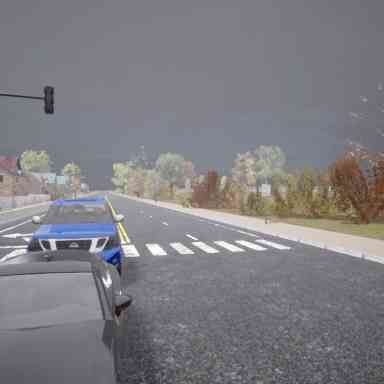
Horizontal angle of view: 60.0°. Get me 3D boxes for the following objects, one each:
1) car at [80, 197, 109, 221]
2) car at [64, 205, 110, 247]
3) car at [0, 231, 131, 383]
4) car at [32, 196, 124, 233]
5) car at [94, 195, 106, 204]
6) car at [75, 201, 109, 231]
[{"bbox_3d":[-8.034,1.339,27.634,2.097,1.767,4.553,0,0,-15],"label":"car"},{"bbox_3d":[-4.968,1.498,16.135,1.837,1.490,4.892,0,0,-15],"label":"car"},{"bbox_3d":[-1.740,1.524,3.956,1.812,1.442,4.674,0,0,-12],"label":"car"},{"bbox_3d":[-3.345,1.218,10.054,2.150,2.045,5.566,0,0,-15],"label":"car"},{"bbox_3d":[-17.580,1.430,63.411,2.128,1.511,4.902,0,0,-15],"label":"car"},{"bbox_3d":[-6.505,1.468,21.889,1.882,1.535,5.008,0,0,-15],"label":"car"}]
